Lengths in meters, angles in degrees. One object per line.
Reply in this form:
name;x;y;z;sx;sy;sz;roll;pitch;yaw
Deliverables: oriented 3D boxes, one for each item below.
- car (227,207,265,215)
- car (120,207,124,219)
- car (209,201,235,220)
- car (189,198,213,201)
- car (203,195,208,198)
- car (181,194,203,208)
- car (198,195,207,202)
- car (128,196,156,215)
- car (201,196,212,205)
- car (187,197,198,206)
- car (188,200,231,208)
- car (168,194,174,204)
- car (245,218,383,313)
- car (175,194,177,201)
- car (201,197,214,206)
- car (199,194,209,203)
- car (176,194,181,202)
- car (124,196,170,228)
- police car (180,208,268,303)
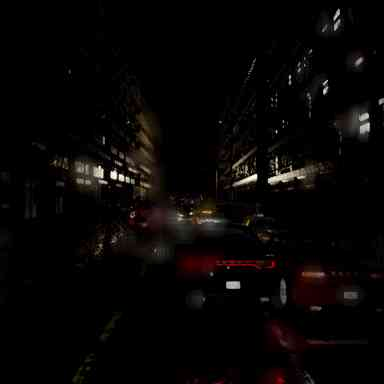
car;2.602;1.538;13.350;1.752;1.417;4.829;1;0;0
car;-5.259;1.567;29.673;1.752;1.417;4.829;2;0;0
car;2.620;1.587;29.770;1.887;1.381;4.507;1;0;0
car;0.855;1.486;24.514;1.801;1.575;5.366;0;0;0
car;2.646;1.644;51.894;1.887;1.381;4.507;1;0;0
car;0.059;1.298;44.752;2.150;2.045;5.566;0;0;0
car;2.653;1.674;85.081;1.967;1.590;4.097;1;0;0
car;-5.247;1.369;35.375;2.192;1.841;5.009;2;0;0
car;2.669;1.579;62.956;1.967;1.590;4.097;1;0;0
car;0.071;1.602;59.044;1.882;1.535;5.008;0;0;0
car;0.848;1.476;18.511;1.801;1.575;5.366;0;0;0
car;-5.216;1.454;63.026;2.192;1.841;5.009;1;0;0
car;2.594;1.551;7.648;1.887;1.381;4.507;1;0;0
car;-5.203;1.774;79.617;1.947;1.339;4.313;1;0;0
car;2.653;1.663;57.424;1.887;1.381;4.507;1;0;0
car;2.643;1.498;74.018;2.192;1.841;5.009;1;0;0
car;-2.649;1.737;84.671;1.837;1.490;4.892;0;0;0
car;-2.823;1.378;22.060;2.097;1.767;4.553;0;0;0
police car;0.720;1.432;8.425;1.930;1.638;5.238;0;0;0
